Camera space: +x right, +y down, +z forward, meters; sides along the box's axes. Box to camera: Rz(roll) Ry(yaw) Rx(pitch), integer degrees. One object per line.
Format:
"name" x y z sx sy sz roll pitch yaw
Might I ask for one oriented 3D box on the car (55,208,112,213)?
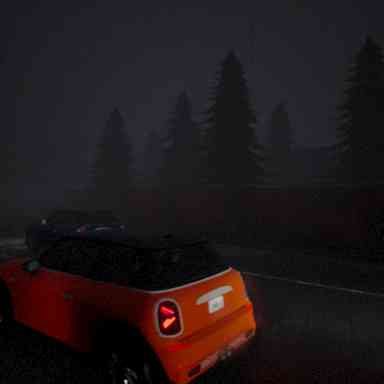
"car" -4.469 1.397 12.587 4.553 1.767 2.097 0 0 43

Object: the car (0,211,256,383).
"car" -1.386 1.372 5.305 4.553 1.767 2.097 0 0 38
